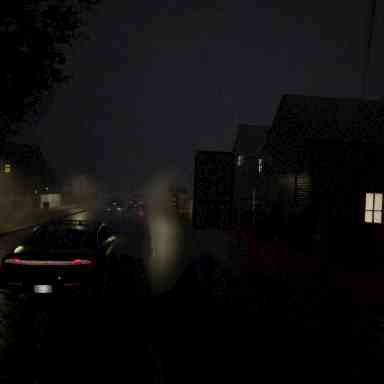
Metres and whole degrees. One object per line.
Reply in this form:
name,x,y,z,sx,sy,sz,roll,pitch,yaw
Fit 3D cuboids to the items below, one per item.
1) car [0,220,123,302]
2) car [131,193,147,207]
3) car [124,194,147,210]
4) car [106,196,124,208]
car,-2.825,1.427,8.093,2.128,1.511,4.902,2,0,-7
car,-7.650,1.103,48.608,2.097,1.767,4.553,2,0,-7
car,-6.442,1.311,38.885,1.812,1.442,4.674,2,0,-6
car,-9.730,1.229,42.723,1.994,1.385,4.181,2,0,-7
